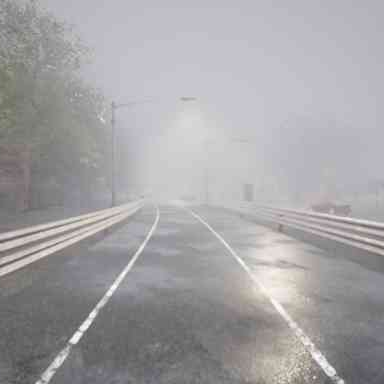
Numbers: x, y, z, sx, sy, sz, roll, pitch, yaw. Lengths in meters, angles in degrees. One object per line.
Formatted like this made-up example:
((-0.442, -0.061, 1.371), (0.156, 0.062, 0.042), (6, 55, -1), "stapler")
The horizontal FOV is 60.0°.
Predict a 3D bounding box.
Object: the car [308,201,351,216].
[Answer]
((14.870, 1.683, 36.290), (1.882, 1.535, 5.008), (0, 0, -23), "car")

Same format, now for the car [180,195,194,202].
((-1.080, 1.347, 74.511), (2.097, 1.767, 4.553), (0, 0, -23), "car")
